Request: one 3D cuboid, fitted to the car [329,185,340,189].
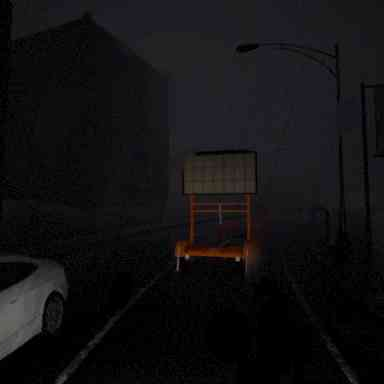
[{"bbox_3d":[34.248,-0.888,82.022,4.674,1.452,2.002,3,-5,-29],"label":"car"}]

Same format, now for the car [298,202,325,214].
[{"bbox_3d":[15.687,2.031,43.374,4.674,1.442,1.812,1,-4,-42],"label":"car"}]

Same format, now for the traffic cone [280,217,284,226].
[{"bbox_3d":[6.122,2.031,22.699,0.340,0.580,0.340,-2,-1,17],"label":"traffic cone"}]

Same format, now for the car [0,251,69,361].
[{"bbox_3d":[-3.176,1.549,4.052,1.812,1.442,4.674,0,0,5],"label":"car"}]

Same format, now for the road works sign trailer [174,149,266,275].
[{"bbox_3d":[0.922,0.487,10.660,2.380,3.560,2.880,-1,0,17],"label":"road works sign trailer"}]

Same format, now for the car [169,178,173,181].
[{"bbox_3d":[-5.939,-2.460,63.455,4.553,1.767,2.185,1,-5,-23],"label":"car"}]

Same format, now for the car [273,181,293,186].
[{"bbox_3d":[19.368,-1.553,74.319,5.008,1.535,2.097,2,-5,-25],"label":"car"}]

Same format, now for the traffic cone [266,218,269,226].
[{"bbox_3d":[5.170,2.062,22.988,0.340,0.580,0.340,-2,-1,16],"label":"traffic cone"}]

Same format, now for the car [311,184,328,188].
[{"bbox_3d":[29.404,-1.112,79.387,4.792,1.488,2.163,2,-5,-27],"label":"car"}]

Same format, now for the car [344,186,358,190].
[{"bbox_3d":[38.950,-0.707,84.716,4.892,1.521,2.231,3,-5,-30],"label":"car"}]

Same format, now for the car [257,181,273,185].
[{"bbox_3d":[14.338,-1.702,71.982,4.674,1.452,2.002,2,-5,-24],"label":"car"}]

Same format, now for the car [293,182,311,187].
[{"bbox_3d":[24.325,-1.481,76.760,4.553,1.767,2.185,2,-5,-26],"label":"car"}]
